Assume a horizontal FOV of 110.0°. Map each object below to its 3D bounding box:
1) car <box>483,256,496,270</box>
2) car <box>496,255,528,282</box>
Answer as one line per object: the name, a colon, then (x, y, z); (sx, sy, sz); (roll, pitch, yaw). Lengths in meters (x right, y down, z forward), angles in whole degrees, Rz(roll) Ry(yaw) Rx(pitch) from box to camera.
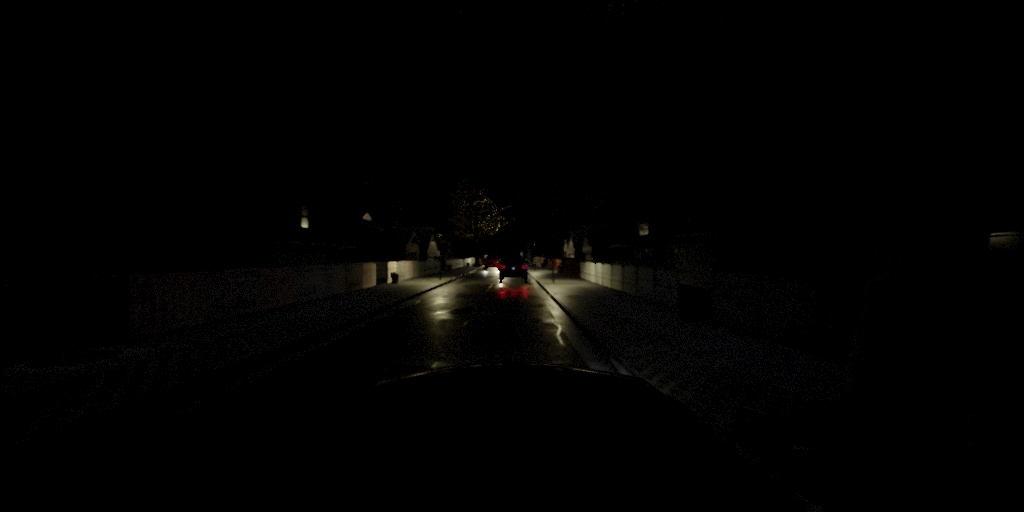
car: (-2.770, 0.942, 50.491); (2.150, 2.045, 5.566); (0, 0, 0)
car: (0.100, 0.949, 28.189); (2.150, 2.045, 5.566); (0, 0, 0)
